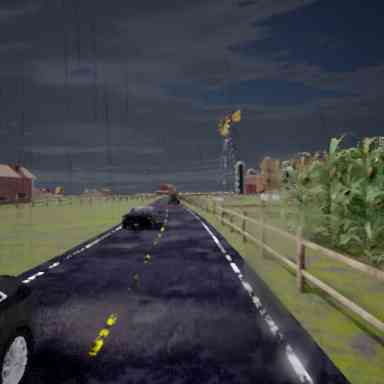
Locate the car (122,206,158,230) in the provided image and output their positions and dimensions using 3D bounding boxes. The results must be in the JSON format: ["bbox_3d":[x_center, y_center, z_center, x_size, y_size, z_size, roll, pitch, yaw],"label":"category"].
[{"bbox_3d":[-3.286,1.616,21.502,1.895,1.301,4.718,0,0,-2],"label":"car"}]

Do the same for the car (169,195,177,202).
[{"bbox_3d":[-4.206,1.492,73.775,1.812,1.442,4.674,0,0,-4],"label":"car"}]

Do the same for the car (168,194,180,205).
[{"bbox_3d":[-3.406,1.351,63.353,2.150,2.045,5.566,0,0,-4],"label":"car"}]

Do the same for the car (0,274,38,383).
[{"bbox_3d":[-2.866,1.512,2.330,1.837,1.490,4.892,0,0,0],"label":"car"}]
